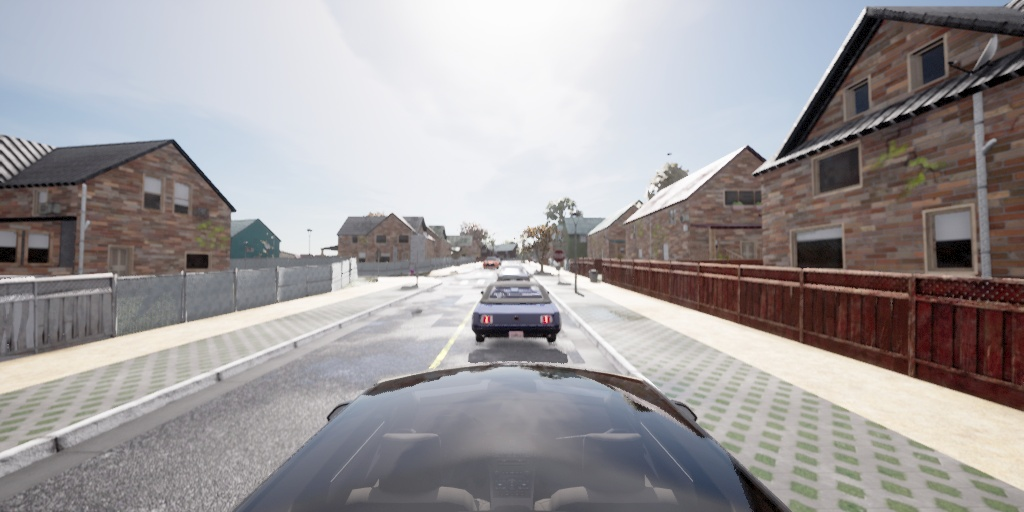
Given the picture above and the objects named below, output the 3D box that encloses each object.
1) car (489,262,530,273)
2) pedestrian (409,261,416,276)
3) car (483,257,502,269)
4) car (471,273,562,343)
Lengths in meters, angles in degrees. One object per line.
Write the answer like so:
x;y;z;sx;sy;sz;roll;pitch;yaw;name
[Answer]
0.056;1.215;19.599;2.033;1.411;5.357;0;0;0;car
-9.992;1.043;35.903;0.375;1.860;0.375;0;-2;5;pedestrian
-2.948;0.940;50.413;2.097;1.767;4.553;0;0;0;car
0.083;1.311;9.540;1.895;1.301;4.718;0;0;0;car
